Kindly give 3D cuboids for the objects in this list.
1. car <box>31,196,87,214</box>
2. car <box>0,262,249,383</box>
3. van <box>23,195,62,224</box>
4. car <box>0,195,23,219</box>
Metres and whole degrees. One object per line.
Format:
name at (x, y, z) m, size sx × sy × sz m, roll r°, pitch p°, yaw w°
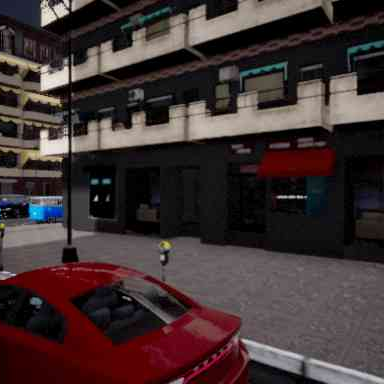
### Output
car at (-12.760, 1.221, 32.190) m, size 1.752 × 1.417 × 4.829 m, roll 1°, pitch 2°, yaw 35°
car at (-1.557, 1.544, 3.980) m, size 4.507 × 1.381 × 1.887 m, roll 0°, pitch 0°, yaw 36°
van at (-9.053, 1.151, 22.896) m, size 1.690 × 1.788 × 3.998 m, roll 1°, pitch 2°, yaw 35°
car at (-13.188, 1.259, 27.107) m, size 2.128 × 1.511 × 4.902 m, roll 0°, pitch 1°, yaw 35°
